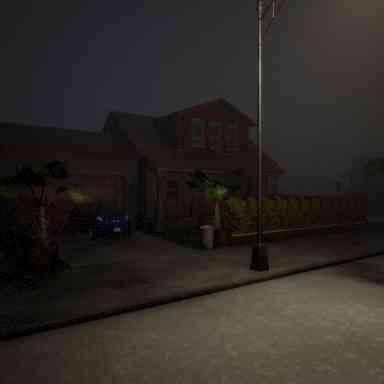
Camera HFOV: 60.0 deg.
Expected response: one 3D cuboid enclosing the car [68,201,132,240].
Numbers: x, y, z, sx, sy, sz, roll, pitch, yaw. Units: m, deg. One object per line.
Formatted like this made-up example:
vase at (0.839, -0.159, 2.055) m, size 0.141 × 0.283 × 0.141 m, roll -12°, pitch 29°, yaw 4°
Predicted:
car at (-4.076, 1.174, 14.562) m, size 1.845 × 1.501 × 3.633 m, roll 0°, pitch 0°, yaw -38°
